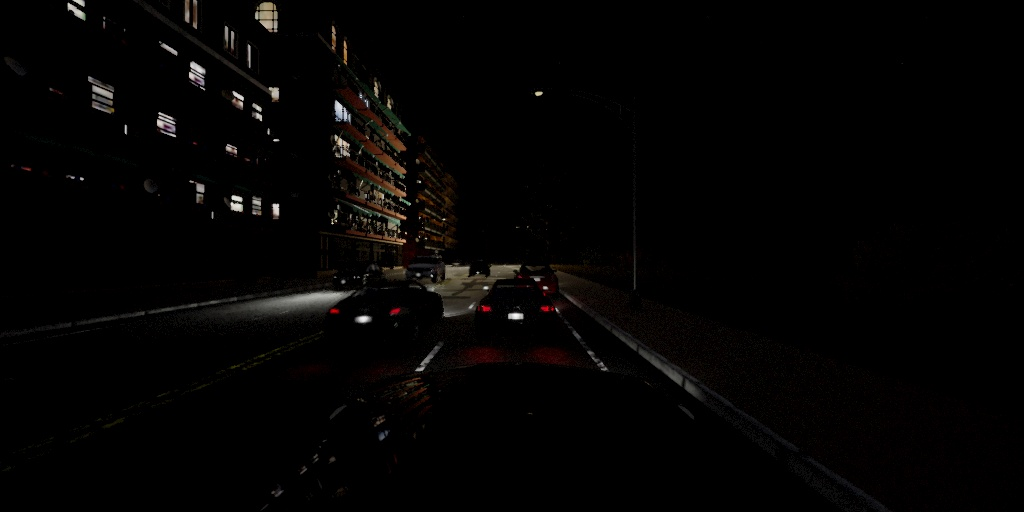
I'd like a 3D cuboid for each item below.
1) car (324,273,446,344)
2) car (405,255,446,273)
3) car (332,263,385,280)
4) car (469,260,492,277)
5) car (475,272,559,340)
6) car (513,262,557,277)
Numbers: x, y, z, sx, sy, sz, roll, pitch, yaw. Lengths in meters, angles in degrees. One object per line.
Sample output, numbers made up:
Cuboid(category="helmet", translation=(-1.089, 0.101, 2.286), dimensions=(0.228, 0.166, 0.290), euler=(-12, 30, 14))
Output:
Cuboid(category="car", translation=(-3.146, 1.315, 9.592), dimensions=(1.994, 1.385, 4.181), euler=(0, 0, 0))
Cuboid(category="car", translation=(-6.579, 0.974, 27.921), dimensions=(2.150, 2.045, 5.566), euler=(0, 0, 0))
Cuboid(category="car", translation=(-9.833, 1.244, 23.359), dimensions=(2.128, 1.511, 4.902), euler=(0, 0, 0))
Cuboid(category="car", translation=(-3.121, 1.258, 35.275), dimensions=(1.837, 1.490, 4.892), euler=(0, 0, 0))
Cuboid(category="car", translation=(0.101, 1.315, 10.017), dimensions=(1.994, 1.385, 4.181), euler=(0, 0, 0))
Cuboid(category="car", translation=(1.150, 1.103, 18.596), dimensions=(2.097, 1.767, 4.553), euler=(0, 0, 0))
